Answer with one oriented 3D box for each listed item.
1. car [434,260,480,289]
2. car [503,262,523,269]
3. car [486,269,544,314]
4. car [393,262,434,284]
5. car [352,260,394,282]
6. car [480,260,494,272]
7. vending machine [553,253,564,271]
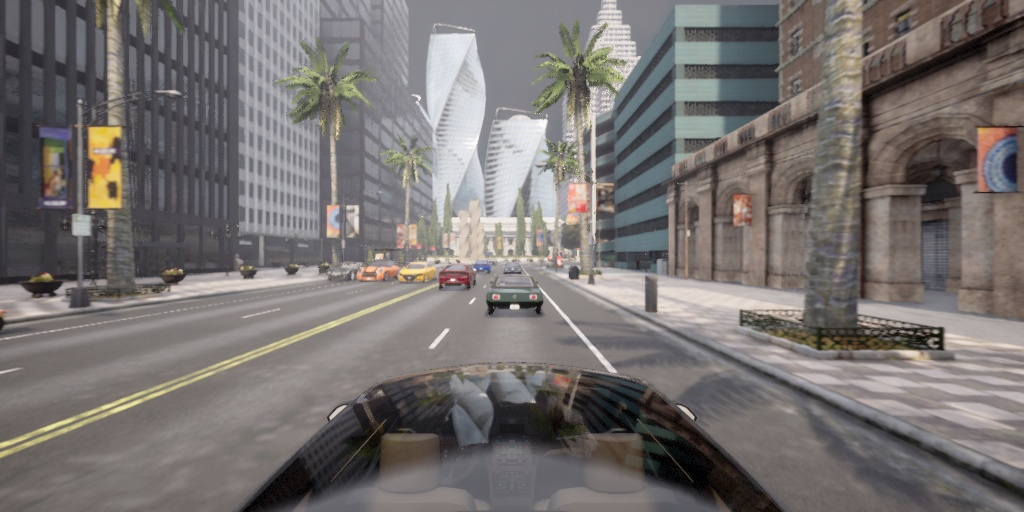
[{"bbox_3d":[-3.416,1.231,23.170,1.882,1.535,5.008,0,0,0],"label":"car"},{"bbox_3d":[0.074,1.302,36.067,2.033,1.411,5.357,0,0,0],"label":"car"},{"bbox_3d":[0.092,1.352,13.777,1.895,1.301,4.718,0,0,0],"label":"car"},{"bbox_3d":[-7.117,1.232,27.362,1.882,1.535,5.008,0,0,0],"label":"car"},{"bbox_3d":[-10.616,1.108,28.829,2.097,1.767,4.553,0,0,0],"label":"car"},{"bbox_3d":[-3.430,1.234,42.065,1.882,1.535,5.008,0,0,0],"label":"car"},{"bbox_3d":[7.760,0.952,59.849,1.100,2.100,0.880,0,0,10],"label":"vending machine"}]
